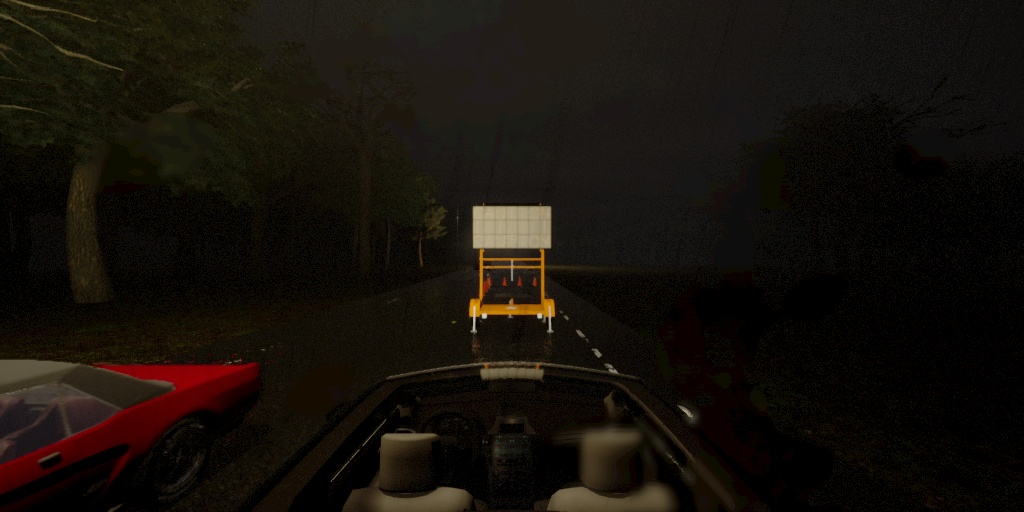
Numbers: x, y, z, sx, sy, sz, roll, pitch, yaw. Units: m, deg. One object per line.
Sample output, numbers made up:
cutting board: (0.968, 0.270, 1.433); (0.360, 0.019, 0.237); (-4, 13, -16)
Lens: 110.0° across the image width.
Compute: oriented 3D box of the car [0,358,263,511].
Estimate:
car: (-3.600, 1.351, 1.579); (1.895, 1.301, 4.718); (0, 0, 0)

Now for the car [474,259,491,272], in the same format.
car: (-3.587, 1.088, 44.021); (1.882, 1.535, 5.008); (0, 0, 0)

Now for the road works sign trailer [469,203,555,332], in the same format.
road works sign trailer: (0.002, 0.208, 10.804); (2.380, 3.560, 2.880); (0, 0, 0)
